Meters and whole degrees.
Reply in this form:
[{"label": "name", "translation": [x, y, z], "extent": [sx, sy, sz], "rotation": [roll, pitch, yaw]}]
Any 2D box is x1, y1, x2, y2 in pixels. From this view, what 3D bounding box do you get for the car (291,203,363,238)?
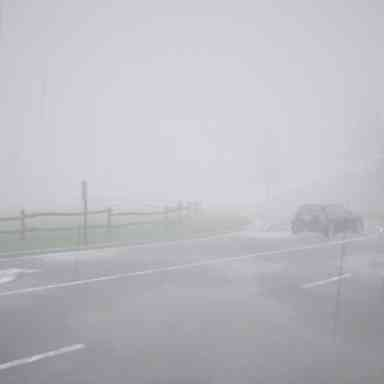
[{"label": "car", "translation": [7.416, 1.387, 18.107], "extent": [4.553, 1.767, 2.097], "rotation": [0, 0, -40]}]
